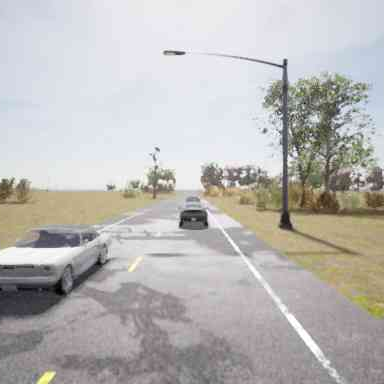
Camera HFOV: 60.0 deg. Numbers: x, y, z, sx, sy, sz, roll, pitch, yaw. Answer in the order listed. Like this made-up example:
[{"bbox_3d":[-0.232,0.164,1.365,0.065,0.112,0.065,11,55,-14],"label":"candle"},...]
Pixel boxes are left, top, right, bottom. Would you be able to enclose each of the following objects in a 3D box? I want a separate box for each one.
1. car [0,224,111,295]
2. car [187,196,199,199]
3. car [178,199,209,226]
[{"bbox_3d":[-3.597,1.579,8.750,1.895,1.301,4.718,0,0,0],"label":"car"},{"bbox_3d":[0.116,1.242,41.375,2.097,1.767,4.553,0,0,0],"label":"car"},{"bbox_3d":[0.109,1.447,23.120,1.837,1.490,4.892,0,0,0],"label":"car"}]
